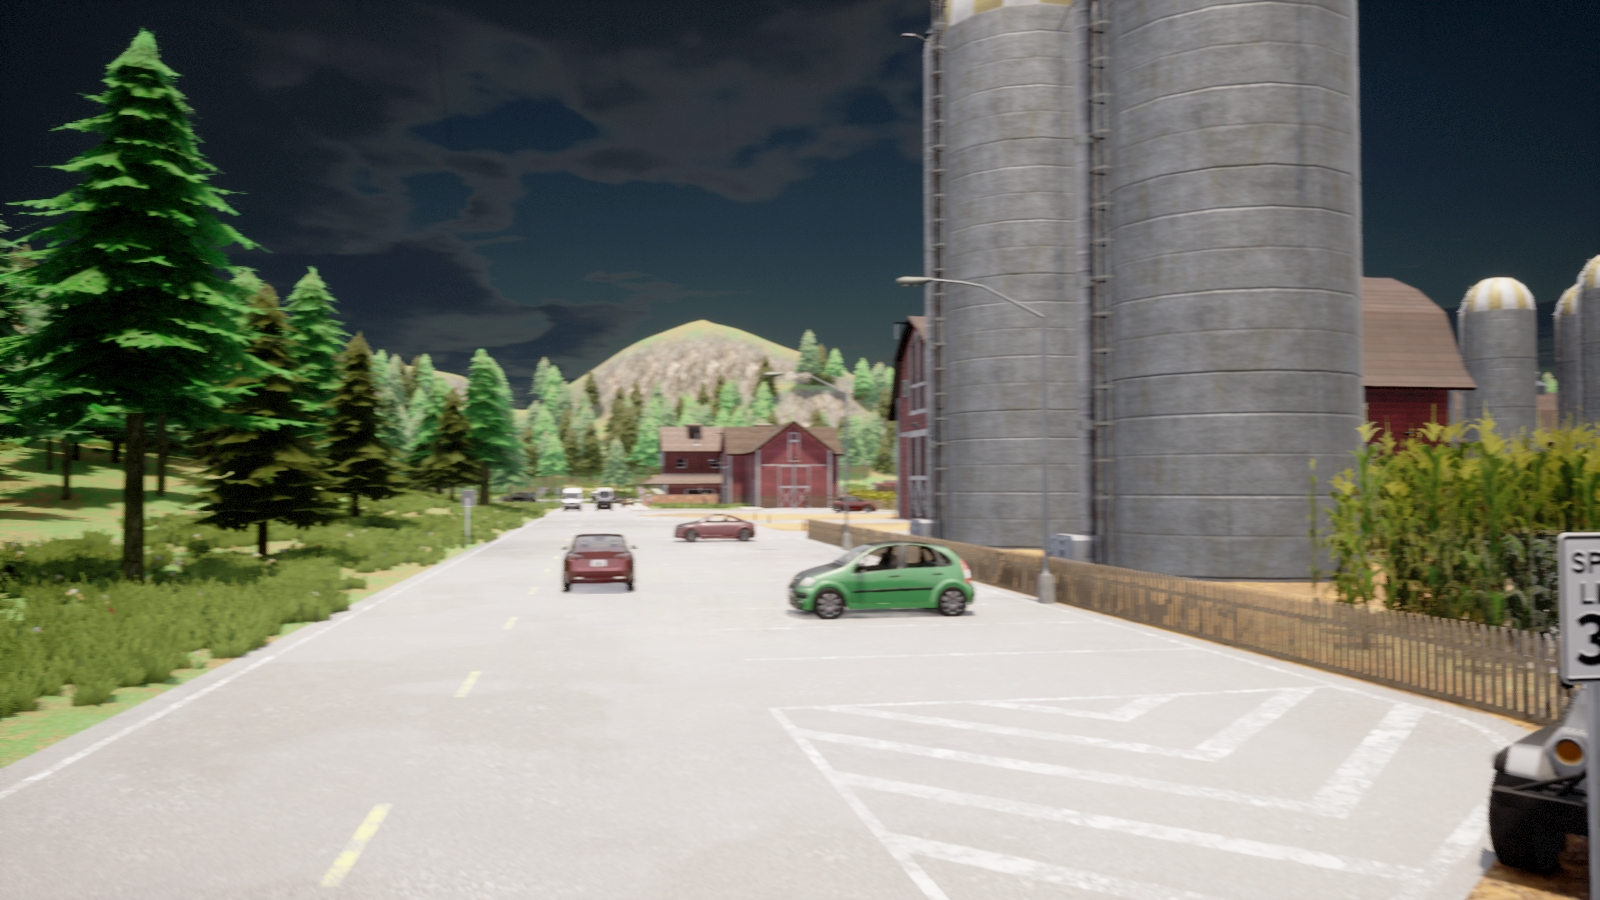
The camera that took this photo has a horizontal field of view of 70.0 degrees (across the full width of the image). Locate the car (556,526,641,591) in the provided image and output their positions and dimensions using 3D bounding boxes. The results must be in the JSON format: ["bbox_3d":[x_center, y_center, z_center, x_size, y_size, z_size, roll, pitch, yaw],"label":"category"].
[{"bbox_3d":[-5.647,2.982,32.163,2.163,1.488,4.792,0,-2,-10],"label":"car"}]
